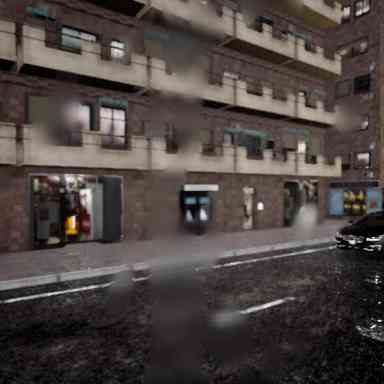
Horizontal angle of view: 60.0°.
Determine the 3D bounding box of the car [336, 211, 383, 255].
[{"bbox_3d":[7.619,1.539,13.105,4.892,1.490,1.837,0,0,-35],"label":"car"}]
